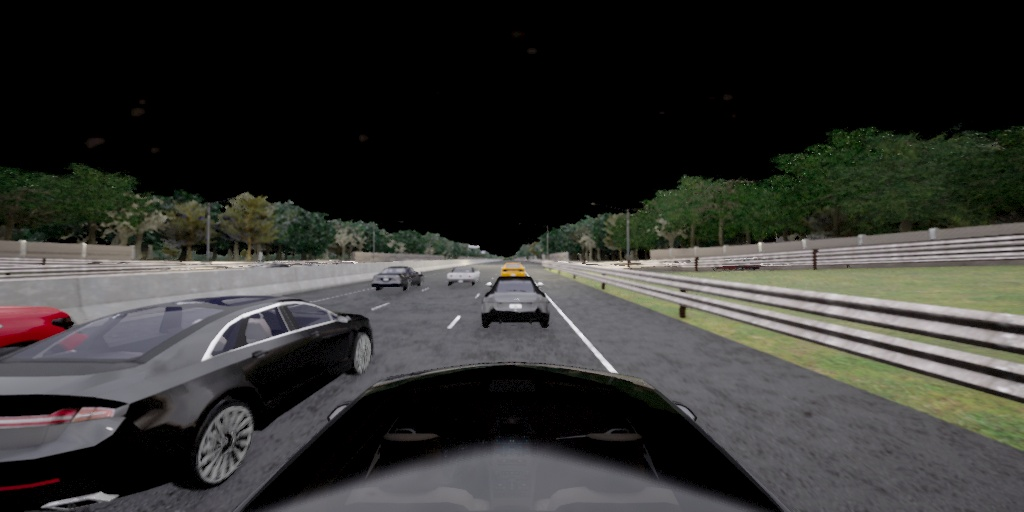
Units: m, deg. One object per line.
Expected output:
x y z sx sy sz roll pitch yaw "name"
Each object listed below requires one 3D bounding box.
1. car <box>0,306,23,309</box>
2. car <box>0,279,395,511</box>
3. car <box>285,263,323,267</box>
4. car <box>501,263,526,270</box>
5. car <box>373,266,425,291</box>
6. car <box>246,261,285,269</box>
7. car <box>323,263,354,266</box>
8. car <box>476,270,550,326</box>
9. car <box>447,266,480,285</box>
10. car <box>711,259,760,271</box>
-6.900 0.972 2.532 2.150 2.045 5.566 0 0 0 "car"
-3.401 1.244 4.545 2.128 1.511 4.902 0 0 0 "car"
-21.107 1.422 37.565 1.895 1.301 4.718 0 0 0 "car"
0.090 1.277 29.426 1.882 1.535 5.008 0 0 0 "car"
-6.908 1.330 22.162 2.033 1.411 5.357 0 0 0 "car"
-24.605 1.308 36.155 2.128 1.511 4.902 0 0 0 "car"
-17.605 1.386 37.899 1.994 1.385 4.181 0 0 0 "car"
0.096 1.327 11.681 1.994 1.385 4.181 0 0 0 "car"
-3.409 1.392 26.059 1.895 1.301 4.718 0 0 0 "car"
22.574 0.840 36.388 1.812 1.442 4.674 0 -3 -17 "car"
